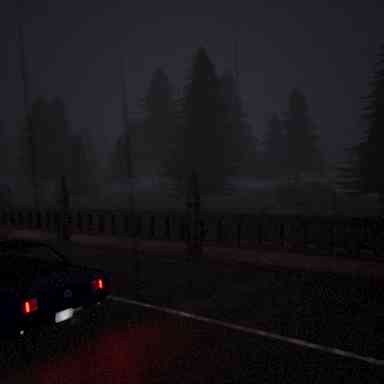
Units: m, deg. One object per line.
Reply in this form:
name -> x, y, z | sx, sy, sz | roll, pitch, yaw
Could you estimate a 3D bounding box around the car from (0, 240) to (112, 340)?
car -> -3.839, 1.599, 6.249 | 4.718, 1.301, 1.895 | 0, 0, 32
